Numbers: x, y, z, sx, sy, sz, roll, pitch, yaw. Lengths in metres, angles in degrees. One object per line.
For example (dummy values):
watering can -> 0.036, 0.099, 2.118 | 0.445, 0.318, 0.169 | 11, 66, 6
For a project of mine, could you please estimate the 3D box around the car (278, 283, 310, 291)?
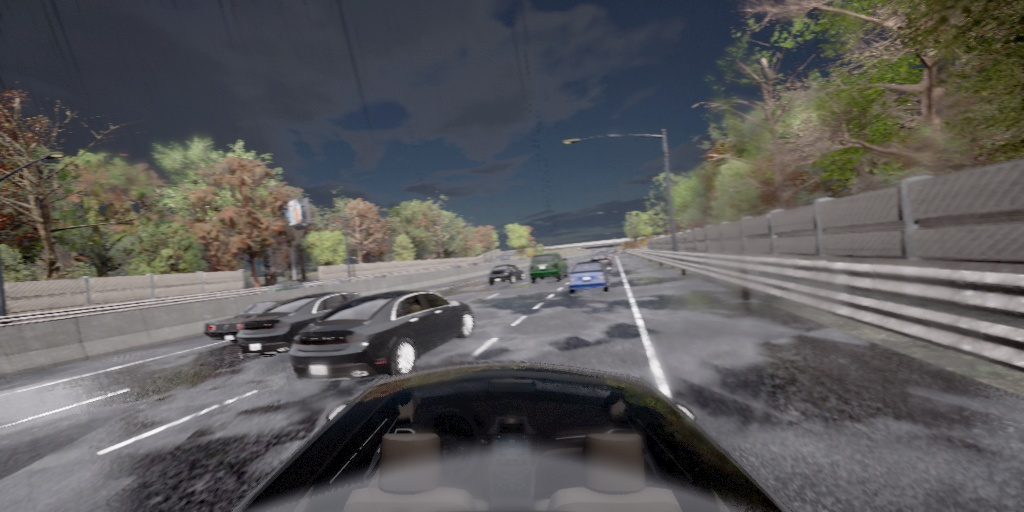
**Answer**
car -> -20.155, 3.466, 35.687 | 1.895, 1.301, 4.718 | -6, 0, 16

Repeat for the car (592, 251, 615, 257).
car -> 7.952, 0.606, 32.338 | 2.128, 1.511, 4.902 | -6, 0, 16

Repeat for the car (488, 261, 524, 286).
car -> -0.385, 1.410, 28.098 | 1.837, 1.490, 4.892 | -6, 0, 16

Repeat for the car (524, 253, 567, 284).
car -> 2.773, 0.811, 26.564 | 2.150, 2.045, 5.566 | -6, 0, 16

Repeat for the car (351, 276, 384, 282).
car -> -13.104, 2.739, 35.012 | 1.994, 1.385, 4.181 | -6, 0, 16

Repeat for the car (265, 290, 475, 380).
car -> -2.436, 1.517, 8.041 | 1.837, 1.490, 4.892 | -6, 0, 16

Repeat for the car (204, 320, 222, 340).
car -> -8.188, 2.197, 13.273 | 1.895, 1.301, 4.718 | -6, 0, 16

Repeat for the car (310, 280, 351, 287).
car -> -16.780, 3.096, 34.814 | 1.994, 1.385, 4.181 | -6, 0, 16

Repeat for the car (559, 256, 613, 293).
car -> 3.970, 0.982, 18.235 | 2.033, 1.411, 5.357 | -6, 0, 16

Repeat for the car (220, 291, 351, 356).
car -> -5.317, 1.809, 10.659 | 1.837, 1.490, 4.892 | -6, 0, 16

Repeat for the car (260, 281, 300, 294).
car -> -23.478, 3.544, 36.802 | 2.097, 1.767, 4.553 | -6, 0, 16
